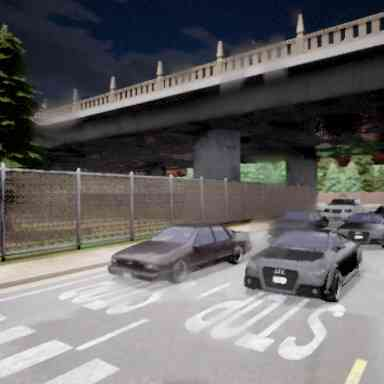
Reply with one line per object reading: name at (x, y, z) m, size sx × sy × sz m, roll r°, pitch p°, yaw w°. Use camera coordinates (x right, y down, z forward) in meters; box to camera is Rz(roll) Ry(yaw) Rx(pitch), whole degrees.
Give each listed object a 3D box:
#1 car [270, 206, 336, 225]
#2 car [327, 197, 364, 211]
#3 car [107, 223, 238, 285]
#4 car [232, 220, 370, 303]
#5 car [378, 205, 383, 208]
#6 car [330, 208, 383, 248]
car at (6.063, 1.720, 18.478) m, size 2.033 × 1.411 × 5.357 m, roll -1°, pitch -1°, yaw 37°
car at (12.404, 1.411, 26.975) m, size 2.150 × 2.045 × 5.566 m, roll -1°, pitch -1°, yaw 37°
car at (0.012, 1.704, 10.423) m, size 2.033 × 1.411 × 5.357 m, roll -1°, pitch -1°, yaw 38°
car at (3.024, 1.661, 8.578) m, size 1.994 × 1.385 × 4.181 m, roll -1°, pitch -1°, yaw 37°
car at (13.339, 1.630, 22.393) m, size 1.837 × 1.490 × 4.892 m, roll -1°, pitch -1°, yaw 37°
car at (8.052, 1.674, 15.308) m, size 1.994 × 1.385 × 4.181 m, roll -1°, pitch -1°, yaw 36°
